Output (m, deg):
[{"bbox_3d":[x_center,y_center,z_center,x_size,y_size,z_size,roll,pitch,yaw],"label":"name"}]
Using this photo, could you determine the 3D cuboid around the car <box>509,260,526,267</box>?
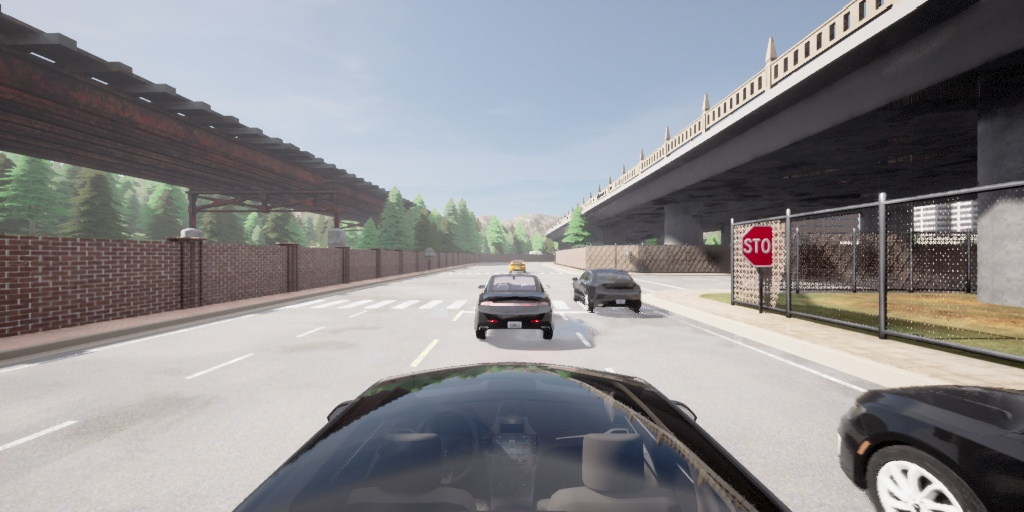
[{"bbox_3d":[0.705,1.228,43.829,1.882,1.535,5.008,0,0,1],"label":"car"}]

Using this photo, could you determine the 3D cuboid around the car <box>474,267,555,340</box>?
[{"bbox_3d":[0.057,1.242,10.000,2.128,1.511,4.902,0,0,0],"label":"car"}]

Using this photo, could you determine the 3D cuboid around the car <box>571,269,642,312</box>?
[{"bbox_3d":[3.575,1.255,14.178,1.837,1.490,4.892,0,0,0],"label":"car"}]

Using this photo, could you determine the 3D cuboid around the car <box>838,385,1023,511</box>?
[{"bbox_3d":[3.556,1.256,0.863,1.837,1.490,4.892,0,0,0],"label":"car"}]
